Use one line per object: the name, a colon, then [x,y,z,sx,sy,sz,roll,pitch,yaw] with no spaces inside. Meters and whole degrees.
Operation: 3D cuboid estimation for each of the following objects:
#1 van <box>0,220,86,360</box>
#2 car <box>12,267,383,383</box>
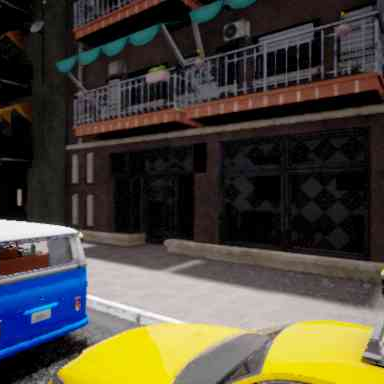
van: [-3.428,1.341,5.318,3.998,1.788,1.690,0,0,36]
car: [0.930,1.525,2.209,4.829,1.417,1.752,0,0,36]
